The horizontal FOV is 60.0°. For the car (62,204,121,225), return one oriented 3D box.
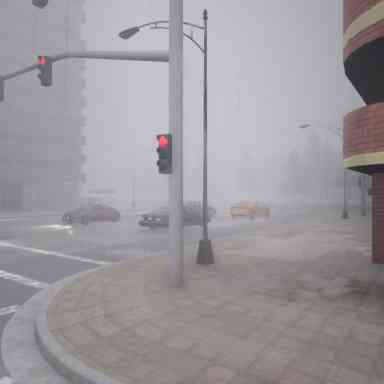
[{"bbox_3d":[-7.213,1.564,24.111,1.994,1.385,4.181,0,0,36],"label":"car"}]

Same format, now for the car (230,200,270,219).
[{"bbox_3d":[5.130,1.478,28.961,1.882,1.535,5.008,0,0,36],"label":"car"}]

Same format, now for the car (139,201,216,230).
[{"bbox_3d":[-0.886,1.547,20.605,2.033,1.411,5.357,0,0,36],"label":"car"}]

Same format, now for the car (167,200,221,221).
[{"bbox_3d":[0.253,1.491,28.178,2.128,1.511,4.902,0,0,36],"label":"car"}]
